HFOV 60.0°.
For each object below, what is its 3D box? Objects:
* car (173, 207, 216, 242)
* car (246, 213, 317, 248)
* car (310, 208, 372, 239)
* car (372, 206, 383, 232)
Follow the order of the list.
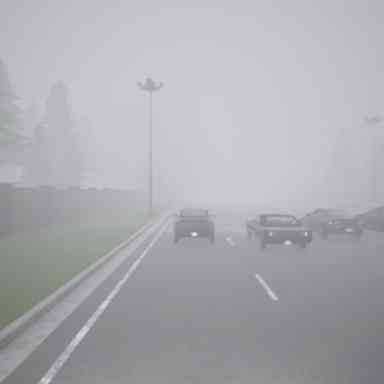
[{"bbox_3d":[0.107,1.515,16.365,1.837,1.490,4.892,0,0,0],"label":"car"},{"bbox_3d":[3.606,1.610,14.696,1.895,1.301,4.718,0,0,0],"label":"car"},{"bbox_3d":[7.096,1.536,17.303,1.812,1.442,4.674,0,0,0],"label":"car"},{"bbox_3d":[10.609,1.488,17.836,1.882,1.535,5.008,0,0,0],"label":"car"}]
